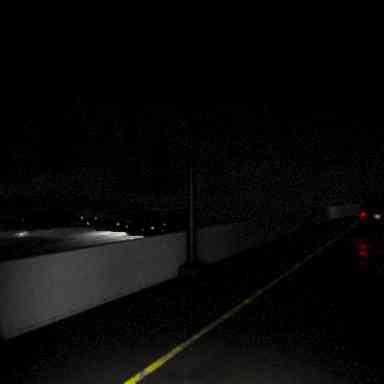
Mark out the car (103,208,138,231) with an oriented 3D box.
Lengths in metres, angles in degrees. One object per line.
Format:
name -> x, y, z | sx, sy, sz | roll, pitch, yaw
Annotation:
car -> -3.655, 1.859, 22.798 | 1.994, 1.385, 4.181 | -1, -1, 32

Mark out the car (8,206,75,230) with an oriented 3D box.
car -> -10.844, 1.818, 24.494 | 1.882, 1.535, 5.008 | -1, -1, 32

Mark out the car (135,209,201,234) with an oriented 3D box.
car -> -1.154, 1.818, 20.194 | 1.994, 1.385, 4.181 | -1, -1, 32

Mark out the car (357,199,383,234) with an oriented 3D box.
car -> 11.543, 1.437, 20.424 | 2.150, 2.045, 5.566 | -1, -1, 32

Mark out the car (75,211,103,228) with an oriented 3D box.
car -> -6.183, 1.936, 25.382 | 1.895, 1.301, 4.718 | -1, -1, 32
